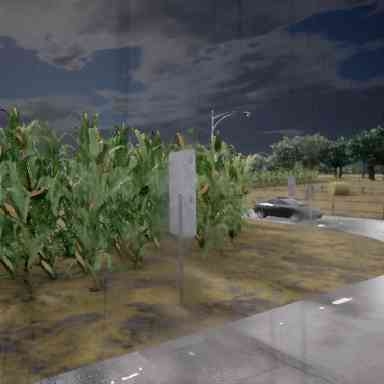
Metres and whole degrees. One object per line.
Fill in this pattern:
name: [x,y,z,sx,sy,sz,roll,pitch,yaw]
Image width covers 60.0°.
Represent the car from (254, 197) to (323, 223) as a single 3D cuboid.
car: [6.337,1.131,22.298,1.837,1.490,4.892,-1,1,-34]
